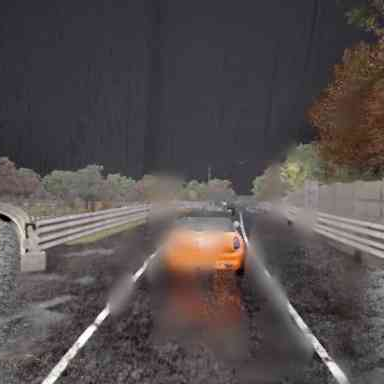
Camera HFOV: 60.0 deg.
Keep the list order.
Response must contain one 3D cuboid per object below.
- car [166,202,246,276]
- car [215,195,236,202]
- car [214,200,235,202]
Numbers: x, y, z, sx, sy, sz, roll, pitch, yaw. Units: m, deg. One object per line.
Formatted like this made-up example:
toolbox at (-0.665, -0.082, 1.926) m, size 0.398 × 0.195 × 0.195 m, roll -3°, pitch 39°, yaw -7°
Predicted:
car at (0.465, 1.357, 10.555) m, size 2.097 × 1.767 × 4.553 m, roll 0°, pitch 0°, yaw 3°
car at (3.511, 1.377, 35.555) m, size 2.150 × 2.045 × 5.566 m, roll 0°, pitch -1°, yaw 8°
car at (1.393, 1.502, 20.461) m, size 2.128 × 1.511 × 4.902 m, roll 0°, pitch 0°, yaw 7°
